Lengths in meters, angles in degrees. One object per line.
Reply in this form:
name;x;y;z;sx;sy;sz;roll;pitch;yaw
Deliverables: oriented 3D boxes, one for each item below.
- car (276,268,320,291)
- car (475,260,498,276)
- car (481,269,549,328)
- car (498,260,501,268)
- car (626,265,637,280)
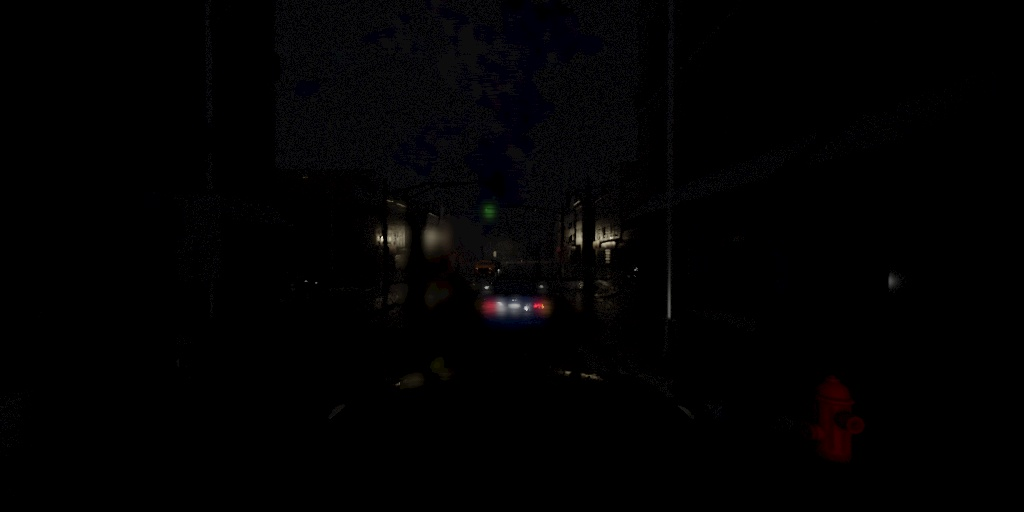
car;-14.789;1.464;22.564;4.892;1.490;1.837;0;0;-2
car;-2.832;1.233;38.164;1.882;1.535;5.008;0;0;0
car;0.096;1.324;11.456;2.033;1.411;5.357;0;0;0
car;-2.828;1.236;47.710;1.837;1.490;4.892;0;0;0
car;10.584;0.831;25.613;4.553;1.767;2.097;-2;0;1
